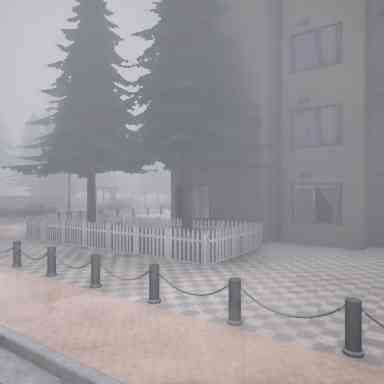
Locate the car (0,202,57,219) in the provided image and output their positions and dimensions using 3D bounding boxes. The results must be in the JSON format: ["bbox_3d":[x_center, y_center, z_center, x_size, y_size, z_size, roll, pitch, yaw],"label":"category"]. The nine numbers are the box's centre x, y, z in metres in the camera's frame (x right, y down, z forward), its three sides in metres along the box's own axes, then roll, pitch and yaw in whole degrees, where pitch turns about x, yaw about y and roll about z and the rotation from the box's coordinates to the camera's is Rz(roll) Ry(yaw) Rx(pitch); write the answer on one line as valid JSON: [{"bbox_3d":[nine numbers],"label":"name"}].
[{"bbox_3d":[-14.366,1.585,28.805,1.895,1.301,4.718,0,0,37],"label":"car"}]

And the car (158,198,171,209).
[{"bbox_3d":[-2.493,1.510,44.476,1.812,1.442,4.674,0,0,37],"label":"car"}]

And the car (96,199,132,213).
[{"bbox_3d":[-8.736,1.476,36.251,2.128,1.511,4.902,0,0,37],"label":"car"}]
